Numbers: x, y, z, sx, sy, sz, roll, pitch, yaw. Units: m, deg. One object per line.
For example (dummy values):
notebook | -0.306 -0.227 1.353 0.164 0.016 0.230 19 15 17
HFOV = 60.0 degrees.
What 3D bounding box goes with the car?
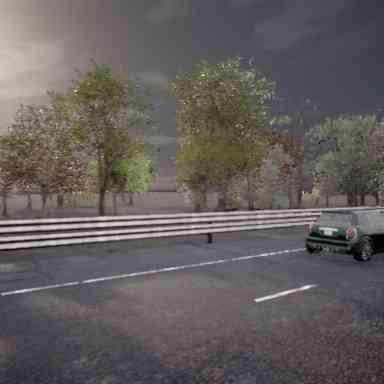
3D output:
car | 6.389 1.437 12.610 4.553 1.767 2.097 1 0 -36
